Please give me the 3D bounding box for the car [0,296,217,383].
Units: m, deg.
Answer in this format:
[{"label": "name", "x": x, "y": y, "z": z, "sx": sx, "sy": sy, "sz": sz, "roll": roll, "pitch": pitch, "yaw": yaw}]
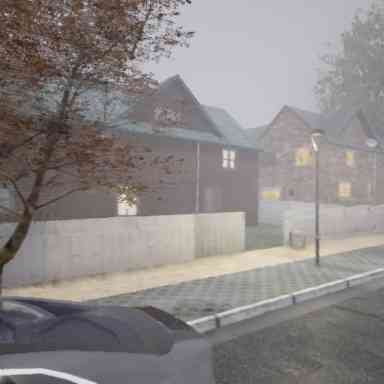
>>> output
[{"label": "car", "x": -2.030, "y": 1.491, "z": 1.609, "sx": 4.902, "sy": 1.511, "sz": 2.128, "roll": 0, "pitch": 0, "yaw": -35}]
